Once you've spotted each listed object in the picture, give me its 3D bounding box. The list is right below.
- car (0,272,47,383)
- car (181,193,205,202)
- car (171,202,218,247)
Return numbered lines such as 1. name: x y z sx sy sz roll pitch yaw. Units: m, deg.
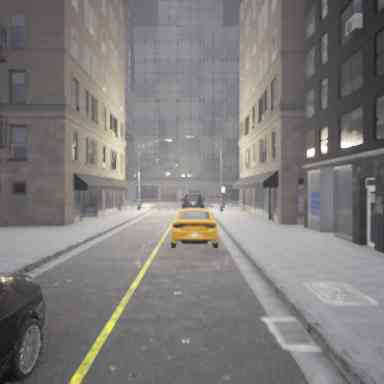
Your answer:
1. car: -2.850 1.521 2.735 1.812 1.442 4.674 0 0 0
2. car: 0.103 1.138 31.786 2.150 2.045 5.566 0 0 0
3. car: 0.099 1.447 14.847 1.882 1.535 5.008 0 0 0
